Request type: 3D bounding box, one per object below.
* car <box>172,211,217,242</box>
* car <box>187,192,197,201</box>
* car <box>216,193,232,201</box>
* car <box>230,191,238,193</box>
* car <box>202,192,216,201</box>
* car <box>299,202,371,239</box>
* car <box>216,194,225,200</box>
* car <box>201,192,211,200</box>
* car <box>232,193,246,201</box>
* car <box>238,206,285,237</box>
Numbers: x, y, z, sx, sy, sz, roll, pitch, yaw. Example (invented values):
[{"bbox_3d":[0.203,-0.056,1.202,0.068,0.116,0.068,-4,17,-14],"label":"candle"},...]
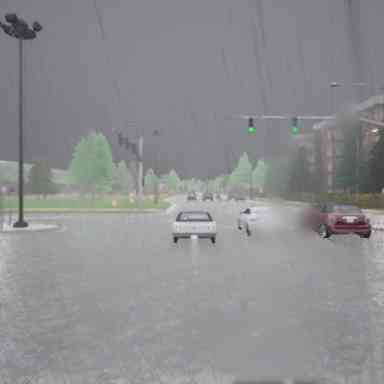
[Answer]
[{"bbox_3d":[0.103,1.551,15.938,1.895,1.301,4.718,0,0,0],"label":"car"},{"bbox_3d":[-0.020,1.250,72.617,1.882,1.535,5.008,0,0,0],"label":"car"},{"bbox_3d":[6.979,1.296,73.036,1.812,1.442,4.674,0,0,0],"label":"car"},{"bbox_3d":[10.475,0.887,83.067,2.150,2.045,5.566,0,0,0],"label":"car"},{"bbox_3d":[3.480,0.998,72.647,2.150,2.045,5.566,0,0,0],"label":"car"},{"bbox_3d":[7.102,1.299,17.051,2.097,1.767,4.553,0,0,0],"label":"car"},{"bbox_3d":[6.975,1.162,83.037,1.837,1.490,4.892,0,0,0],"label":"car"},{"bbox_3d":[3.475,1.017,83.005,2.097,1.767,4.553,0,0,0],"label":"car"},{"bbox_3d":[10.479,1.367,73.068,1.895,1.301,4.718,0,0,0],"label":"car"},{"bbox_3d":[3.590,1.470,17.698,1.812,1.442,4.674,0,0,0],"label":"car"}]
